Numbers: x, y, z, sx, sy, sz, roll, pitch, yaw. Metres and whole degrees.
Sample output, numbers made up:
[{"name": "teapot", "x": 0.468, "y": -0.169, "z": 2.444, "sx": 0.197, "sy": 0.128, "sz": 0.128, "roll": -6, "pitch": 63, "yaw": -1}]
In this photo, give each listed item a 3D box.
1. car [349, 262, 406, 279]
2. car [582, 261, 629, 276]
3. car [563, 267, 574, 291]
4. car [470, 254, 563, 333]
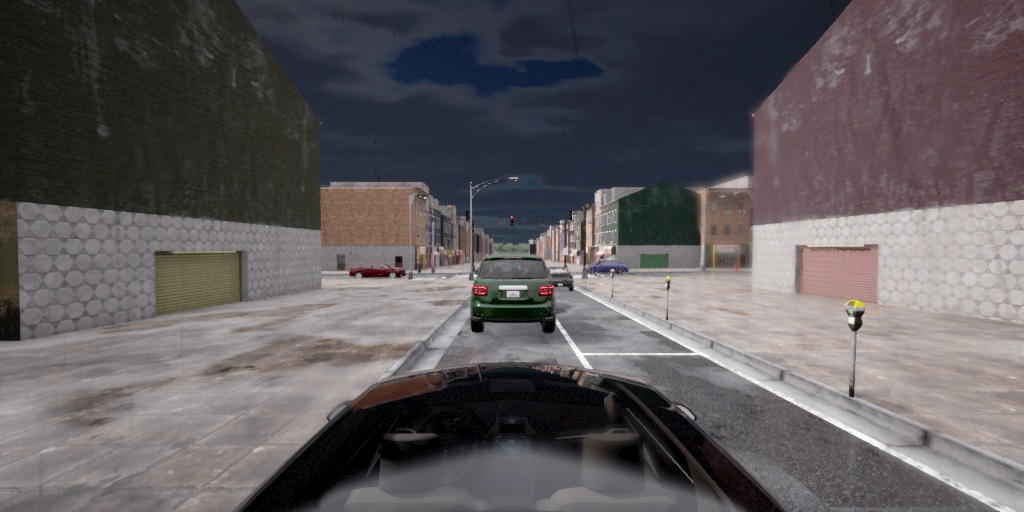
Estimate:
[{"name": "car", "x": -12.397, "y": 1.337, "z": 33.248, "sx": 5.008, "sy": 1.535, "sz": 1.882, "roll": 0, "pitch": 1, "yaw": -1}, {"name": "car", "x": 9.405, "y": 1.184, "z": 36.232, "sx": 4.674, "sy": 1.442, "sz": 1.812, "roll": 0, "pitch": 1, "yaw": 0}, {"name": "car", "x": 2.594, "y": 1.296, "z": 21.320, "sx": 2.007, "sy": 1.370, "sz": 4.403, "roll": 0, "pitch": 0, "yaw": 0}, {"name": "car", "x": 0.029, "y": 0.968, "z": 10.905, "sx": 2.150, "sy": 2.045, "sz": 5.566, "roll": 0, "pitch": 0, "yaw": 0}]
